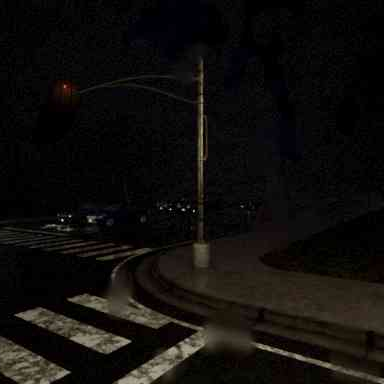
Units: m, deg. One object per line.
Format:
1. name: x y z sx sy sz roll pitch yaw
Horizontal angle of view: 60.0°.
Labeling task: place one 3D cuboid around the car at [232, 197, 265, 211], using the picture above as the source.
1. car: 6.988 1.376 39.052 1.837 1.490 4.892 0 0 35

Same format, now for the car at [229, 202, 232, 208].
1. car: 6.695 1.472 44.295 1.895 1.301 4.718 0 0 35

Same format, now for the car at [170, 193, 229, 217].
1. car: 0.841 1.124 30.257 2.150 2.045 5.566 0 0 35

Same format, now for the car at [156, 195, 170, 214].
1. car: -1.270 1.131 32.909 2.150 2.045 5.566 0 0 35

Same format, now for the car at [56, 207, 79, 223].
1. car: -7.098 1.494 24.484 2.033 1.411 5.357 0 0 38

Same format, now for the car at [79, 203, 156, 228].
1. car: -4.820 1.465 22.146 1.812 1.442 4.674 0 0 36
